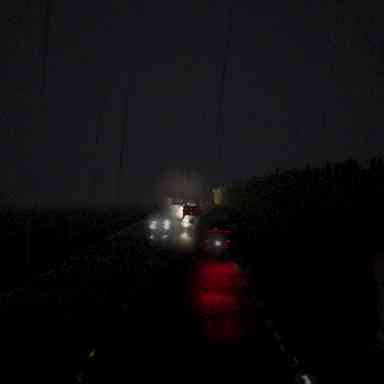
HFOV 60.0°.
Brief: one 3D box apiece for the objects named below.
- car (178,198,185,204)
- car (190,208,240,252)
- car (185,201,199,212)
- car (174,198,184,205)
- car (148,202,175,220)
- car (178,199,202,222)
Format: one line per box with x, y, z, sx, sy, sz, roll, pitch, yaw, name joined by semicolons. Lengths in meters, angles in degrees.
-2.849;2.388;89.555;1.837;1.490;4.892;0;-1;0;car
0.946;1.646;14.561;1.837;1.490;4.892;0;-1;0;car
-0.020;1.972;46.335;1.812;1.442;4.674;0;-1;0;car
-2.830;2.245;72.323;1.994;1.385;4.181;0;-1;0;car
-2.881;1.861;30.869;1.994;1.385;4.181;0;-1;0;car
-0.020;1.817;33.759;2.128;1.511;4.902;0;0;0;car
